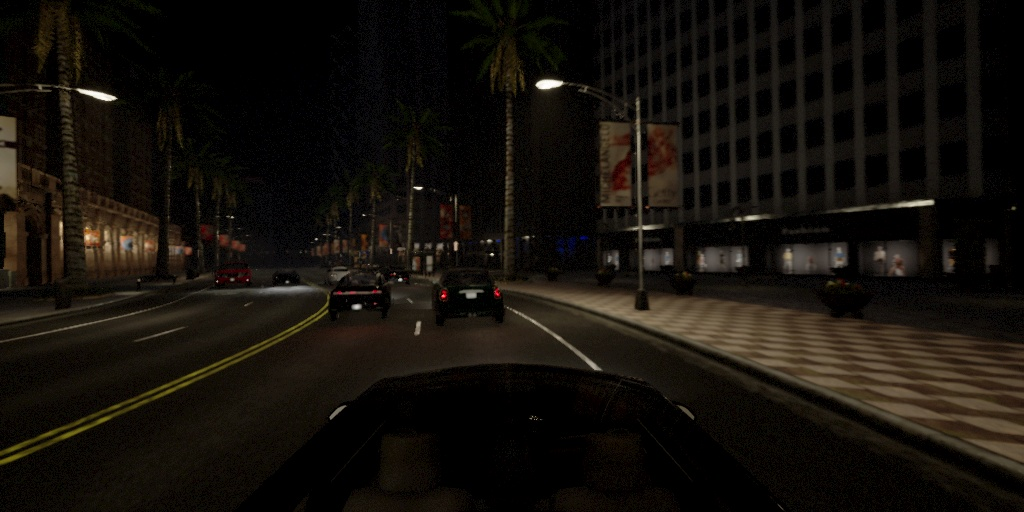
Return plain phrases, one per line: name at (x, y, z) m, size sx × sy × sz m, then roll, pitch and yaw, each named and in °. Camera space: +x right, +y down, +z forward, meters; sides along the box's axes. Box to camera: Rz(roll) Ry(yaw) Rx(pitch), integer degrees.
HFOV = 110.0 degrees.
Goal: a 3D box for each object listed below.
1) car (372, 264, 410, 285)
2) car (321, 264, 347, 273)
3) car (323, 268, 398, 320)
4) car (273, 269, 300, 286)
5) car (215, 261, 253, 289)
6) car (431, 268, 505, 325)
car at (-9.725, 1.575, 29.131) m, size 1.837 × 1.490 × 4.892 m, roll 0°, pitch -1°, yaw -32°
car at (-14.716, 1.670, 30.437) m, size 1.812 × 1.442 × 4.674 m, roll 0°, pitch 0°, yaw -33°
car at (-5.548, 1.397, 13.508) m, size 2.128 × 1.511 × 4.902 m, roll 0°, pitch 0°, yaw -17°
car at (-19.276, 1.806, 30.653) m, size 1.895 × 1.301 × 4.718 m, roll 0°, pitch 0°, yaw -34°
car at (-22.500, 1.460, 29.167) m, size 2.150 × 2.045 × 5.566 m, roll 0°, pitch -1°, yaw -34°
car at (-1.699, 1.201, 12.568) m, size 2.097 × 1.767 × 4.553 m, roll -1°, pitch 0°, yaw -14°
